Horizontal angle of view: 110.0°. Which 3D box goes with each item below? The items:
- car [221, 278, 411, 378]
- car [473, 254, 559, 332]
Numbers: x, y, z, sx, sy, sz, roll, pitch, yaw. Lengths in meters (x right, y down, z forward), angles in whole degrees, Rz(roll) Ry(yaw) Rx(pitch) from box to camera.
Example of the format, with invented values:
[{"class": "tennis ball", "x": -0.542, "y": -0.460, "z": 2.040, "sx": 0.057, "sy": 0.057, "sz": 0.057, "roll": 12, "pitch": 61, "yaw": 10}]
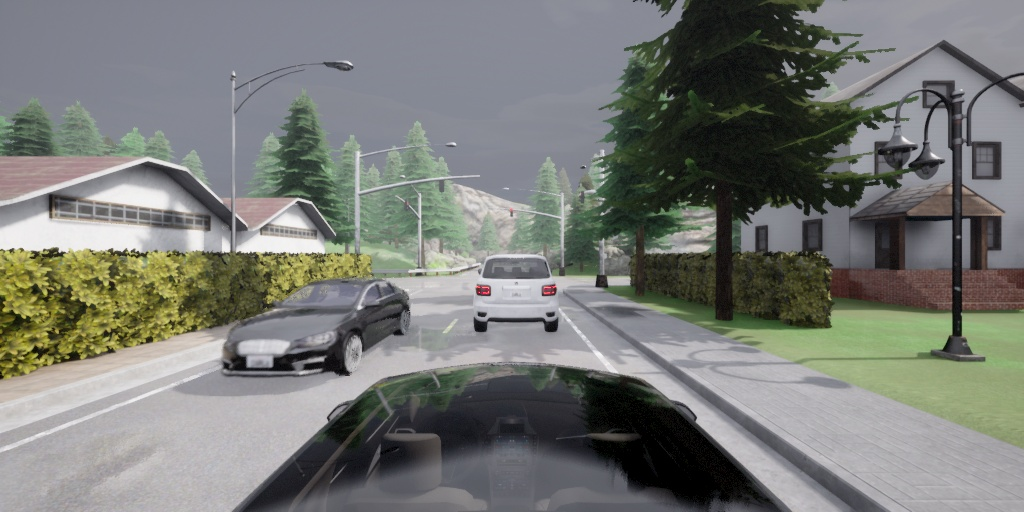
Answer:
[{"class": "car", "x": -3.568, "y": 1.243, "z": 7.549, "sx": 2.128, "sy": 1.511, "sz": 4.902, "roll": 0, "pitch": 0, "yaw": 0}, {"class": "car", "x": 0.104, "y": 0.971, "z": 10.964, "sx": 2.150, "sy": 2.045, "sz": 5.566, "roll": 0, "pitch": 0, "yaw": 0}]
